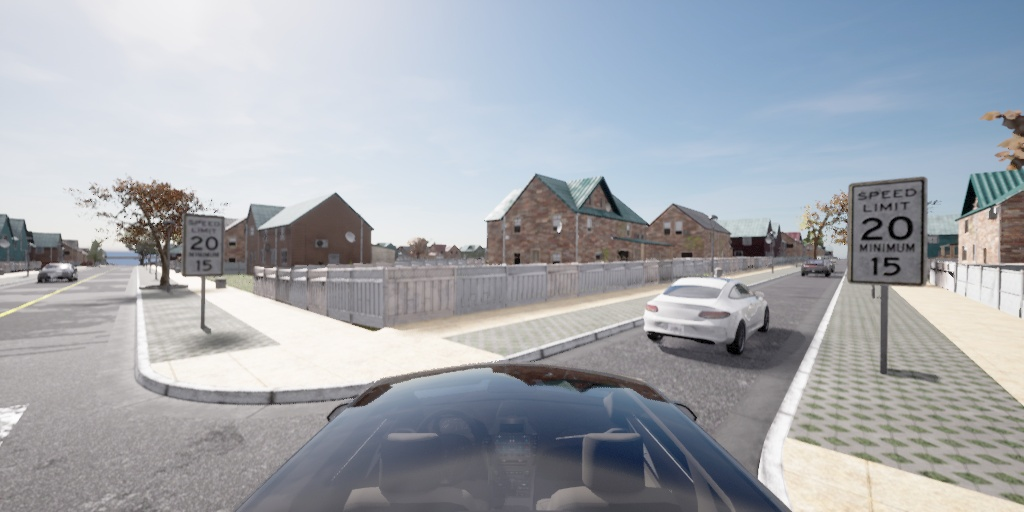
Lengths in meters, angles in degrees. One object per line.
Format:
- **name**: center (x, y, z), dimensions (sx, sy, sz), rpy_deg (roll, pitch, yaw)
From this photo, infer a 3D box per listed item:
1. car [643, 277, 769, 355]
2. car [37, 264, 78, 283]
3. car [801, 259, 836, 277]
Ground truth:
- **car**: center (4.775, 1.224, 8.628), dimensions (1.812, 1.442, 4.674), rpy_deg (1, 1, 44)
- **car**: center (-38.664, 1.425, 30.607), dimensions (4.902, 1.511, 2.128), rpy_deg (0, -1, 44)
- **car**: center (27.212, 1.053, 32.057), dimensions (2.128, 1.511, 4.902), rpy_deg (1, 1, 44)
